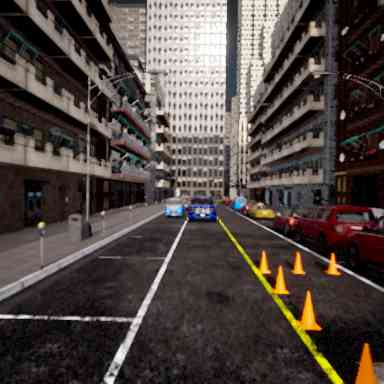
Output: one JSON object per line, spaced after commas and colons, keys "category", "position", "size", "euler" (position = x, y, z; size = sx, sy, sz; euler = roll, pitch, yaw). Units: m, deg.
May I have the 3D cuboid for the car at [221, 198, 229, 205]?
{"category": "car", "position": [7.231, 1.936, 69.538], "size": [1.887, 1.381, 4.507], "euler": [0, 0, 1]}

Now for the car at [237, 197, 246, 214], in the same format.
{"category": "car", "position": [6.453, 1.691, 36.253], "size": [1.967, 1.590, 4.097], "euler": [0, 0, 1]}

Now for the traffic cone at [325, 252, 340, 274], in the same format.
{"category": "traffic cone", "position": [4.100, 2.062, 9.699], "size": [0.340, 0.580, 0.340], "euler": [1, 0, 1]}

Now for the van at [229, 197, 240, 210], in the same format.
{"category": "van", "position": [6.713, 1.640, 47.348], "size": [1.690, 1.788, 3.998], "euler": [0, 0, 1]}

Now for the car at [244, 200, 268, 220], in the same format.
{"category": "car", "position": [6.327, 1.753, 30.875], "size": [1.752, 1.417, 4.829], "euler": [0, 0, 1]}

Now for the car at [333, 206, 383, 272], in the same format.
{"category": "car", "position": [5.805, 1.445, 8.516], "size": [2.192, 1.841, 5.009], "euler": [0, 0, 1]}

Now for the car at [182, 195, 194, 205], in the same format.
{"category": "car", "position": [-0.775, 1.556, 64.157], "size": [2.192, 1.841, 5.009], "euler": [0, 0, 1]}

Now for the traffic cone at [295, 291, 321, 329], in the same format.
{"category": "traffic cone", "position": [2.008, 2.012, 5.747], "size": [0.340, 0.580, 0.340], "euler": [1, 0, 1]}

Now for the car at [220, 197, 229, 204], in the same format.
{"category": "car", "position": [7.365, 1.940, 75.255], "size": [1.752, 1.417, 4.829], "euler": [0, 0, 1]}

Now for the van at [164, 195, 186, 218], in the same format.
{"category": "van", "position": [-1.554, 1.441, 30.871], "size": [1.690, 1.788, 3.998], "euler": [0, 0, 1]}

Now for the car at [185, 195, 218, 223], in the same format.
{"category": "car", "position": [0.844, 1.344, 27.004], "size": [2.150, 2.045, 5.566], "euler": [1, 0, 1]}

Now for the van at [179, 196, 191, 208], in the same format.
{"category": "van", "position": [-1.035, 1.536, 53.061], "size": [1.690, 1.788, 3.998], "euler": [0, 0, 1]}

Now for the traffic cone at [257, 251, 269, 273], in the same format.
{"category": "traffic cone", "position": [2.101, 2.030, 9.746], "size": [0.340, 0.580, 0.340], "euler": [1, 0, 1]}

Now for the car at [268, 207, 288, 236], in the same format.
{"category": "car", "position": [6.064, 1.618, 19.611], "size": [1.967, 1.590, 4.097], "euler": [0, 0, 1]}

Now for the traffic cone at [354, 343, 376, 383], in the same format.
{"category": "traffic cone", "position": [1.961, 2.003, 3.747], "size": [0.340, 0.580, 0.340], "euler": [1, 0, 1]}

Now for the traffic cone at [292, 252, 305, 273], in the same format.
{"category": "traffic cone", "position": [3.101, 2.046, 9.722], "size": [0.340, 0.580, 0.340], "euler": [1, 0, 1]}

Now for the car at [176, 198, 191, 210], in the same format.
{"category": "car", "position": [-1.165, 1.611, 47.513], "size": [1.967, 1.590, 4.097], "euler": [0, 0, 1]}

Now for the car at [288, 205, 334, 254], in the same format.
{"category": "car", "position": [5.935, 1.469, 14.064], "size": [2.192, 1.841, 5.009], "euler": [0, 0, 1]}

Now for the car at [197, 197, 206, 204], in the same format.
{"category": "car", "position": [1.963, 1.837, 71.153], "size": [1.812, 1.442, 4.674], "euler": [1, 0, 2]}

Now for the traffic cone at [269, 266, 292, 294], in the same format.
{"category": "traffic cone", "position": [2.055, 2.021, 7.746], "size": [0.340, 0.580, 0.340], "euler": [1, 0, 1]}
